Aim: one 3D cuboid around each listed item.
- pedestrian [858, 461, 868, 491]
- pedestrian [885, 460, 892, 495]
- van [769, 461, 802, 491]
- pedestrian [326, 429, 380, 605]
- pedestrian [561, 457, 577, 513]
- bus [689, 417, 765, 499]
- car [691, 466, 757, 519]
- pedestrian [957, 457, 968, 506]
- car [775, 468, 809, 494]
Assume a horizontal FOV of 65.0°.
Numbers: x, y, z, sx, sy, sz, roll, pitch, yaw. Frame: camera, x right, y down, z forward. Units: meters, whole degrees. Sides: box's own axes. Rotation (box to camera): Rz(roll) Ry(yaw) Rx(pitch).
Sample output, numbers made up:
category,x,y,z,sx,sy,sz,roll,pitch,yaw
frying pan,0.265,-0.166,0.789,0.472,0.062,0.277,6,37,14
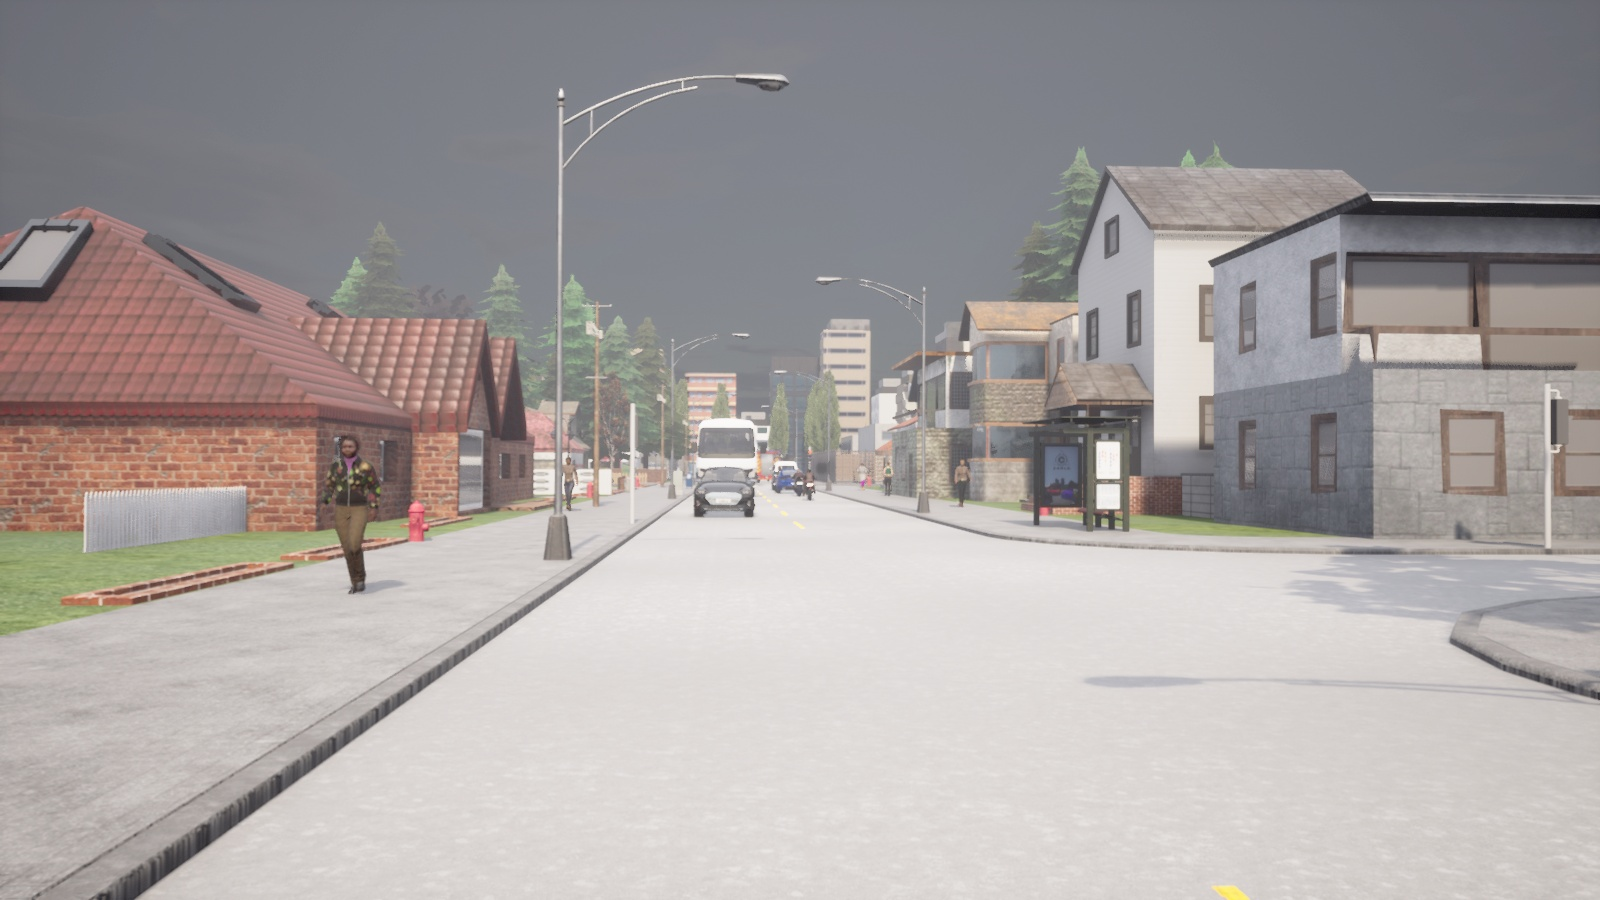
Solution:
category,x,y,z,sx,sy,sz,roll,pitch,yaw
pedestrian,4.186,1.712,83.434,0.659,1.952,0.873,0,-1,5
pedestrian,4.702,1.468,66.699,0.345,1.836,0.594,0,-1,0
van,-1.024,1.808,87.763,2.069,2.038,4.480,0,-1,-3
pedestrian,-5.035,0.742,14.153,0.395,1.930,0.692,0,-1,-4
pedestrian,-7.570,1.146,41.210,0.328,1.805,0.869,0,-1,2
bus,-4.075,0.467,70.270,3.944,4.253,10.273,0,-1,-3
car,-2.457,1.349,41.345,2.033,1.649,4.856,0,-1,-2
pedestrian,6.117,1.181,47.304,0.331,1.846,0.634,0,-1,2
car,-0.520,1.928,78.568,1.882,1.535,5.008,0,-1,-3
